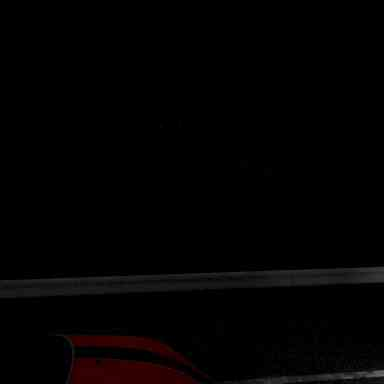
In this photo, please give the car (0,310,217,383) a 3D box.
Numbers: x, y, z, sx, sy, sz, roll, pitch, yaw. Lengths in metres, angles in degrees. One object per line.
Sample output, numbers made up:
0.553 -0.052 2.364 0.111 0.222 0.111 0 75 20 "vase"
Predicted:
-1.848 1.352 1.669 4.553 1.767 2.097 0 0 -6 "car"
